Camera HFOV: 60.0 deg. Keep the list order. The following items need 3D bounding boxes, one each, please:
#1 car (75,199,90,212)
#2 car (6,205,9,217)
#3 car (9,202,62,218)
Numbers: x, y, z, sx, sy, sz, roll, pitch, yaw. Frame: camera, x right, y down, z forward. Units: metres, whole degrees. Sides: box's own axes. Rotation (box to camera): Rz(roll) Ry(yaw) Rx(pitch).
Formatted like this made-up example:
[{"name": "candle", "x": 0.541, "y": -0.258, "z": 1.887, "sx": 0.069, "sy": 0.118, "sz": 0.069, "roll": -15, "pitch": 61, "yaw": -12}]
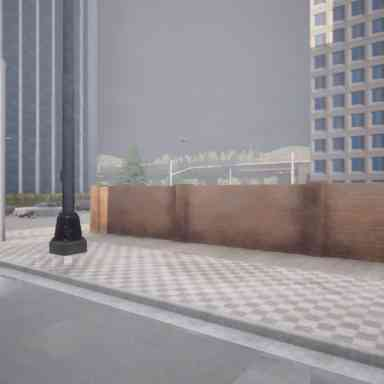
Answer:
[{"name": "car", "x": -12.396, "y": 1.546, "z": 37.480, "sx": 2.033, "sy": 1.411, "sz": 5.357, "roll": 0, "pitch": 0, "yaw": 35}, {"name": "car", "x": -18.207, "y": 1.546, "z": 29.251, "sx": 2.033, "sy": 1.411, "sz": 5.357, "roll": 0, "pitch": 0, "yaw": 32}, {"name": "car", "x": -13.404, "y": 1.599, "z": 29.944, "sx": 1.895, "sy": 1.301, "sz": 4.718, "roll": 0, "pitch": 0, "yaw": 35}]
